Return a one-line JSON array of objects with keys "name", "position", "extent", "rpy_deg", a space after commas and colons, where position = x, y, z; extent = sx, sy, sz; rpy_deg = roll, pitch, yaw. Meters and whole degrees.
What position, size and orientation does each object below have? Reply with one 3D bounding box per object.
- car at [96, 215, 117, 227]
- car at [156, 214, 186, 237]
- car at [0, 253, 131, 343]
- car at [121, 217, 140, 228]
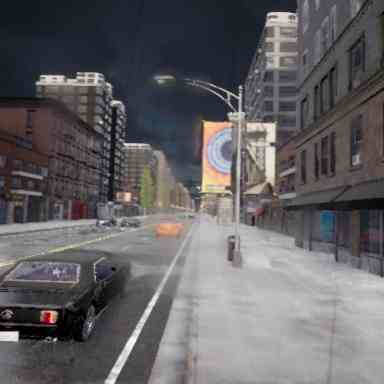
[{"name": "car", "position": [-11.436, 3.864, 44.695], "extent": [2.128, 1.511, 4.902], "rpy_deg": [2, -3, 2]}, {"name": "car", "position": [-2.022, 3.196, 31.006], "extent": [2.097, 1.767, 4.553], "rpy_deg": [2, -3, 2]}, {"name": "car", "position": [-2.624, 1.974, 7.125], "extent": [1.895, 1.301, 4.718], "rpy_deg": [2, -3, 2]}, {"name": "car", "position": [-8.190, 4.035, 44.604], "extent": [1.994, 1.385, 4.181], "rpy_deg": [2, -3, 2]}]
